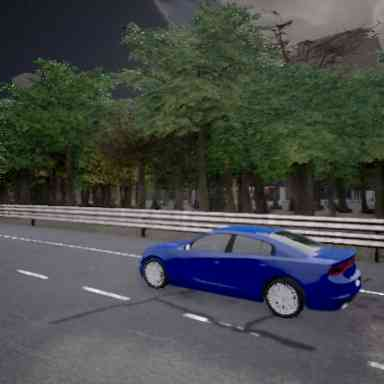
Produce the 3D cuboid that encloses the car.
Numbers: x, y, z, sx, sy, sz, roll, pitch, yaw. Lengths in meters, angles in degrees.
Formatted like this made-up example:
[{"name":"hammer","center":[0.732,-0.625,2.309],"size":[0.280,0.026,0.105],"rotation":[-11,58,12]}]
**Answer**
[{"name":"car","center":[0.977,1.498,7.469],"size":[5.008,1.535,1.882],"rotation":[0,0,35]}]
